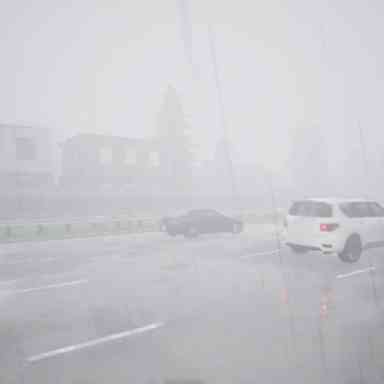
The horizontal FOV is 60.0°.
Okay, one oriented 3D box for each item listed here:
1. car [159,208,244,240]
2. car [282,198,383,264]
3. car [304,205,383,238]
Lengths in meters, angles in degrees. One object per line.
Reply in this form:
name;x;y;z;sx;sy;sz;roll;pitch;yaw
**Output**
car;0.546;1.524;17.027;4.674;1.442;1.812;0;0;-35
car;5.668;1.220;12.083;5.566;2.045;2.150;0;0;-35
car;8.787;1.544;18.605;5.357;1.411;2.033;0;0;-35
